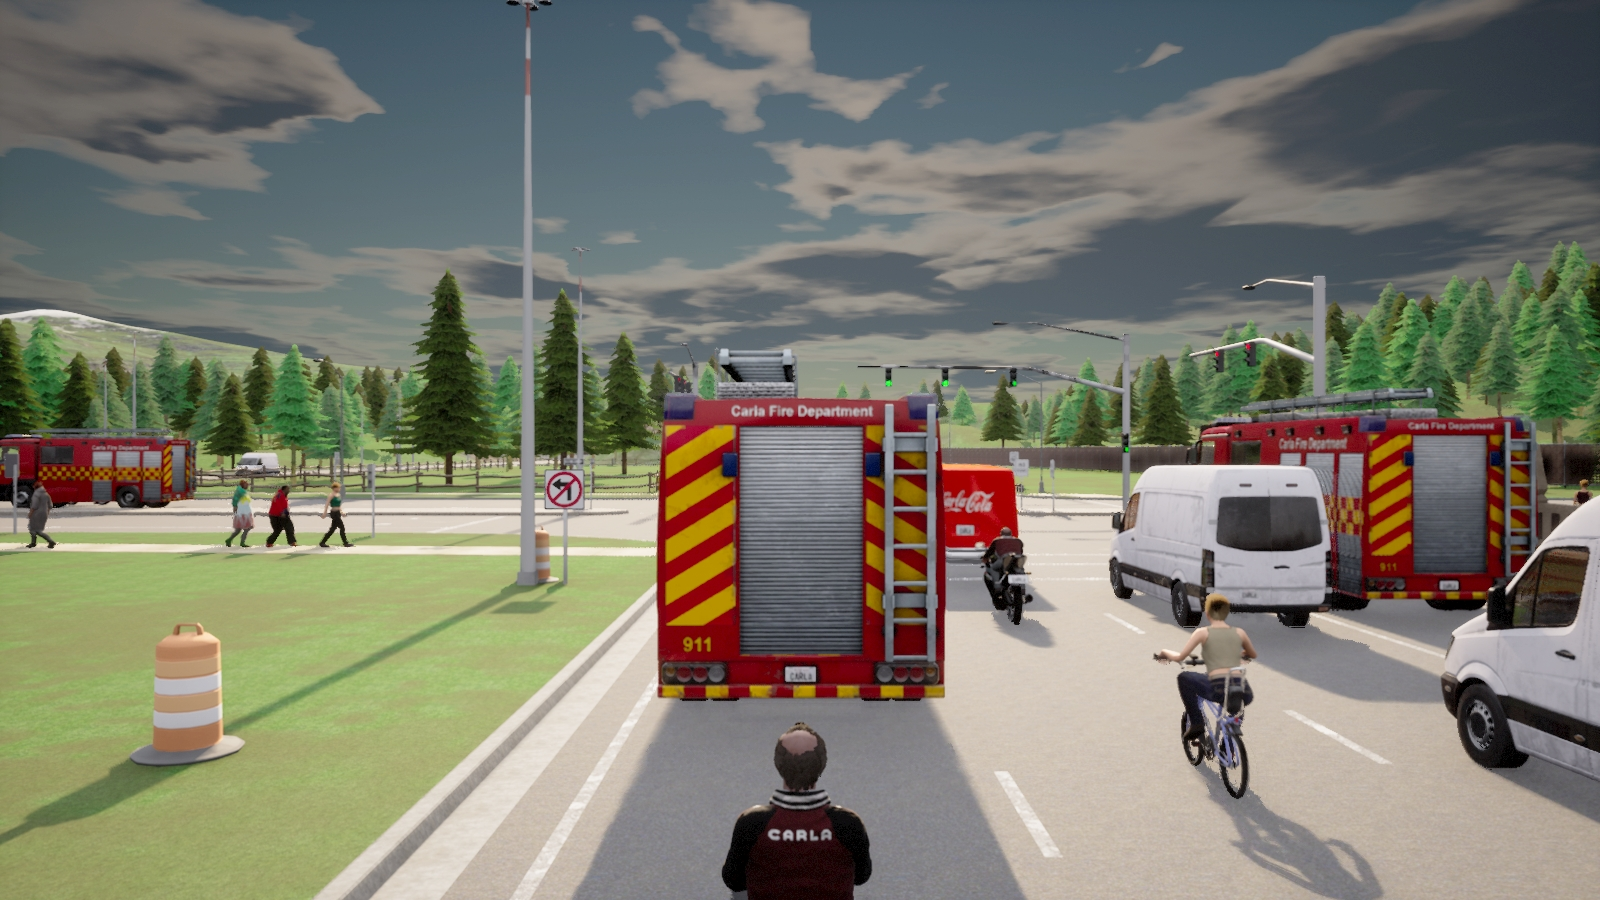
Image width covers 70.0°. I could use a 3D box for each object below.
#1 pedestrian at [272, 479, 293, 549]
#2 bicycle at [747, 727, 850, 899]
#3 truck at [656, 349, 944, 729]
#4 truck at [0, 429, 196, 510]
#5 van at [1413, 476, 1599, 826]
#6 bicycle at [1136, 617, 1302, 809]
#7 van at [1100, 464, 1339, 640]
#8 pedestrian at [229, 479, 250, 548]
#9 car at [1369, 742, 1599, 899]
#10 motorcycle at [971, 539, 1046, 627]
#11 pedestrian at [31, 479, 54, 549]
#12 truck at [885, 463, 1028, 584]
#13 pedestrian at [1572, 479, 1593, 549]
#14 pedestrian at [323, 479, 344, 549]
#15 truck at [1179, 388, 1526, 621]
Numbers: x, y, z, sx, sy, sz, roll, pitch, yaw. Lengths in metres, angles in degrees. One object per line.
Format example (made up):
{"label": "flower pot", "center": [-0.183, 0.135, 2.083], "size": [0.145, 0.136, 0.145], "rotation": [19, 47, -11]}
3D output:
{"label": "pedestrian", "center": [-13.951, 1.711, 30.827], "size": [0.375, 1.860, 0.375], "rotation": [0, 0, 6]}
{"label": "bicycle", "center": [-0.005, 2.063, 4.553], "size": [0.329, 1.471, 1.835], "rotation": [0, 0, 0]}
{"label": "truck", "center": [-0.002, 0.898, 15.729], "size": [2.891, 3.827, 8.468], "rotation": [0, 0, 0]}
{"label": "truck", "center": [-34.166, 0.916, 55.173], "size": [8.468, 3.827, 2.891], "rotation": [0, 0, 1]}
{"label": "van", "center": [6.997, 1.540, 8.223], "size": [1.988, 2.561, 5.915], "rotation": [0, 0, 0]}
{"label": "bicycle", "center": [3.491, 2.163, 9.661], "size": [0.859, 1.277, 1.487], "rotation": [0, 0, 0]}
{"label": "van", "center": [7.000, 1.543, 19.913], "size": [1.988, 2.561, 5.915], "rotation": [0, 0, 0]}
{"label": "pedestrian", "center": [-15.188, 1.712, 30.962], "size": [0.375, 1.860, 0.375], "rotation": [0, 0, 5]}
{"label": "car", "center": [3.502, 2.068, 3.112], "size": [1.816, 1.474, 4.193], "rotation": [0, 0, 0]}
{"label": "motorcycle", "center": [3.502, 2.214, 19.381], "size": [0.867, 1.251, 2.209], "rotation": [0, 0, 0]}
{"label": "pedestrian", "center": [-20.327, 1.711, 30.667], "size": [0.375, 1.860, 0.375], "rotation": [0, 0, 6]}
{"label": "truck", "center": [3.505, 1.583, 26.704], "size": [2.627, 2.467, 5.204], "rotation": [0, 0, 0]}
{"label": "pedestrian", "center": [21.017, 1.711, 30.691], "size": [0.375, 1.860, 0.375], "rotation": [0, 0, -41]}
{"label": "pedestrian", "center": [-12.520, 1.711, 30.664], "size": [0.375, 1.860, 0.375], "rotation": [0, 0, 7]}
{"label": "truck", "center": [10.499, 0.901, 23.043], "size": [2.891, 3.827, 8.468], "rotation": [0, 0, 0]}
